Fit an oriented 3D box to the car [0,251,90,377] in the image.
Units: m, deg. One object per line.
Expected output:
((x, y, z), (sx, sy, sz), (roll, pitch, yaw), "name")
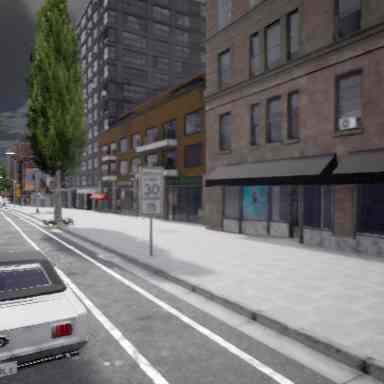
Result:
((-3.203, 1.646, 5.465), (1.895, 1.301, 4.718), (0, 0, -32), "car")
